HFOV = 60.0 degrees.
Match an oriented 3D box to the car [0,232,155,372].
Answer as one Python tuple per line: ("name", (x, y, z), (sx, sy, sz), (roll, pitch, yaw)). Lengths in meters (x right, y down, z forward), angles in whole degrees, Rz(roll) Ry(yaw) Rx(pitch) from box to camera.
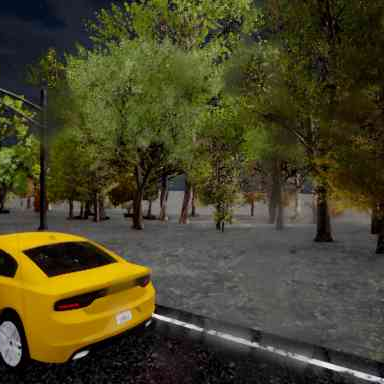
("car", (-2.900, 1.444, 5.749), (5.008, 1.535, 1.882), (1, 0, 35))
